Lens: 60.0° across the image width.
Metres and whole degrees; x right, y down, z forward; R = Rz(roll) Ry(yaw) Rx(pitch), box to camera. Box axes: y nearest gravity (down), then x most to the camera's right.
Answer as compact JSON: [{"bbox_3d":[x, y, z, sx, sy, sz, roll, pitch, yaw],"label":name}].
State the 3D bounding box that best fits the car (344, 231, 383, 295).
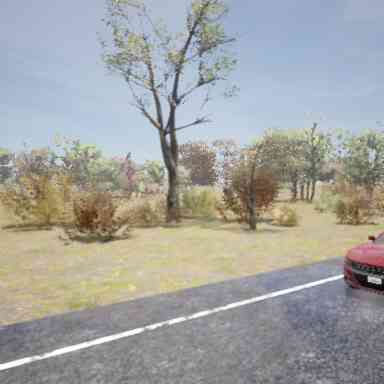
[{"bbox_3d":[5.665,1.496,8.112,5.008,1.535,1.882,0,0,-36],"label":"car"}]
